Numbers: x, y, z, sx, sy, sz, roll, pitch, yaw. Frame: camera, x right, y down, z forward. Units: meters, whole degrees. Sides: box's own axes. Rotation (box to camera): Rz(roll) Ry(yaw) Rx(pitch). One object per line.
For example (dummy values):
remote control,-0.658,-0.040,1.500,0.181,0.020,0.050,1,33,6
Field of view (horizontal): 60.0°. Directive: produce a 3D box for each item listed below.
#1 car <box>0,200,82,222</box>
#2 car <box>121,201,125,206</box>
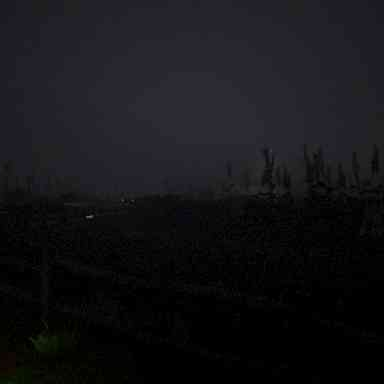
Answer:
car,-10.242,1.217,22.619,2.033,1.411,5.357,0,2,43
car,-5.141,0.863,34.861,1.895,1.301,4.718,0,1,37
